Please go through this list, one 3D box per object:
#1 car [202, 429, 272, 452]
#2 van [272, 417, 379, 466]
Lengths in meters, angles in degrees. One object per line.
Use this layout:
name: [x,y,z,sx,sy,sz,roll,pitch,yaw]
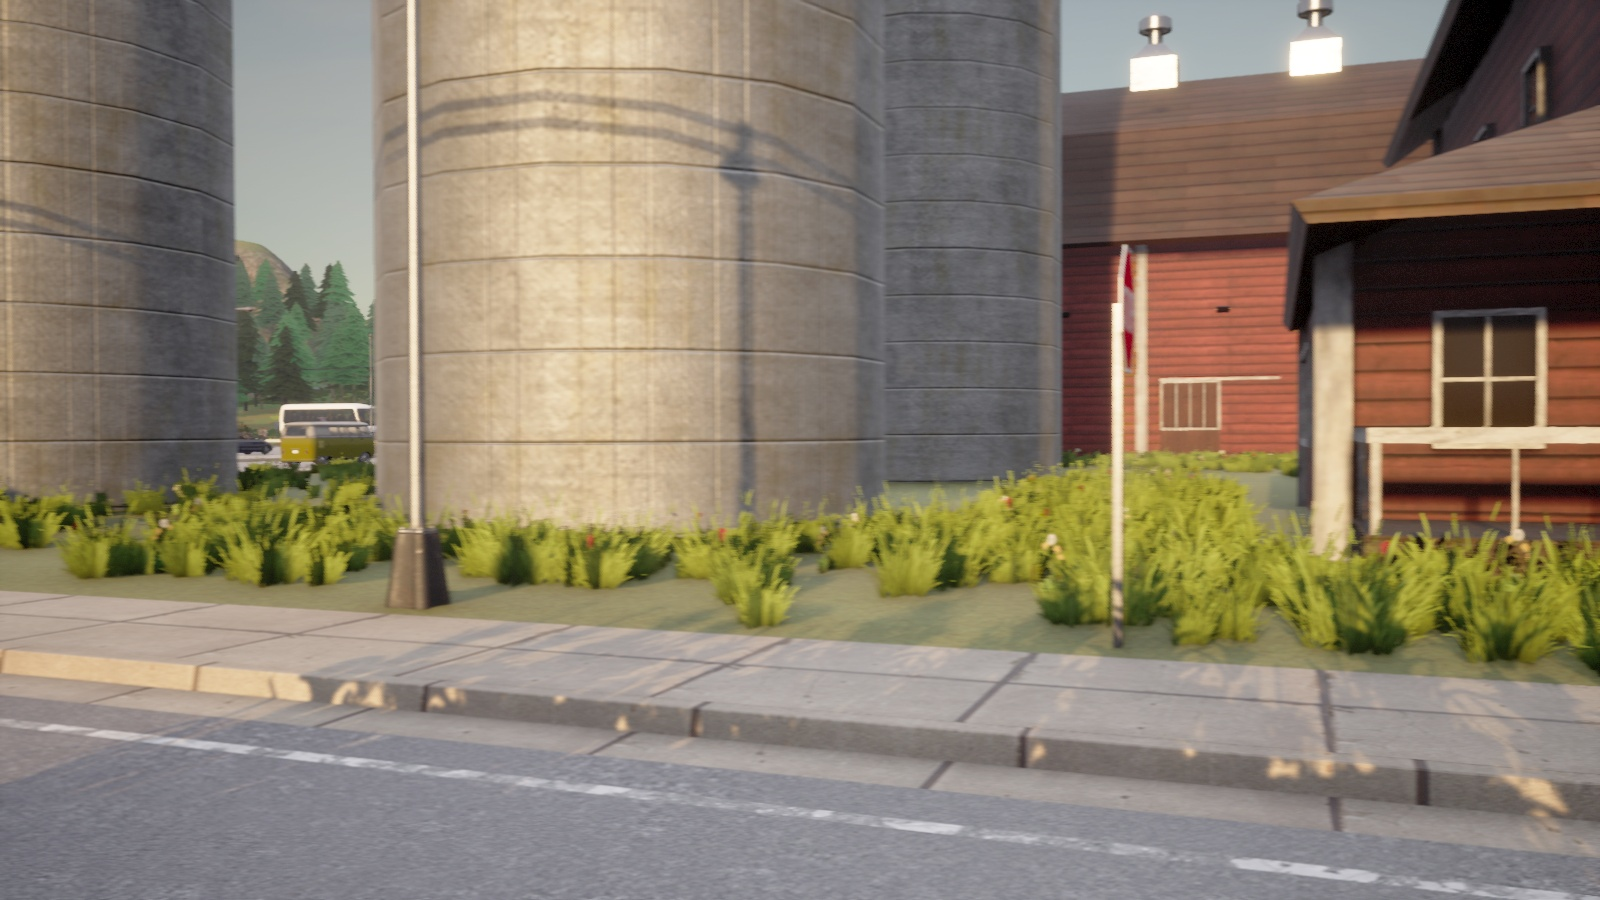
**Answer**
car: [-37.013,-0.654,82.669,1.816,1.474,4.193,1,1,21]
van: [-20.138,-0.374,53.477,1.775,1.987,4.442,1,1,20]
